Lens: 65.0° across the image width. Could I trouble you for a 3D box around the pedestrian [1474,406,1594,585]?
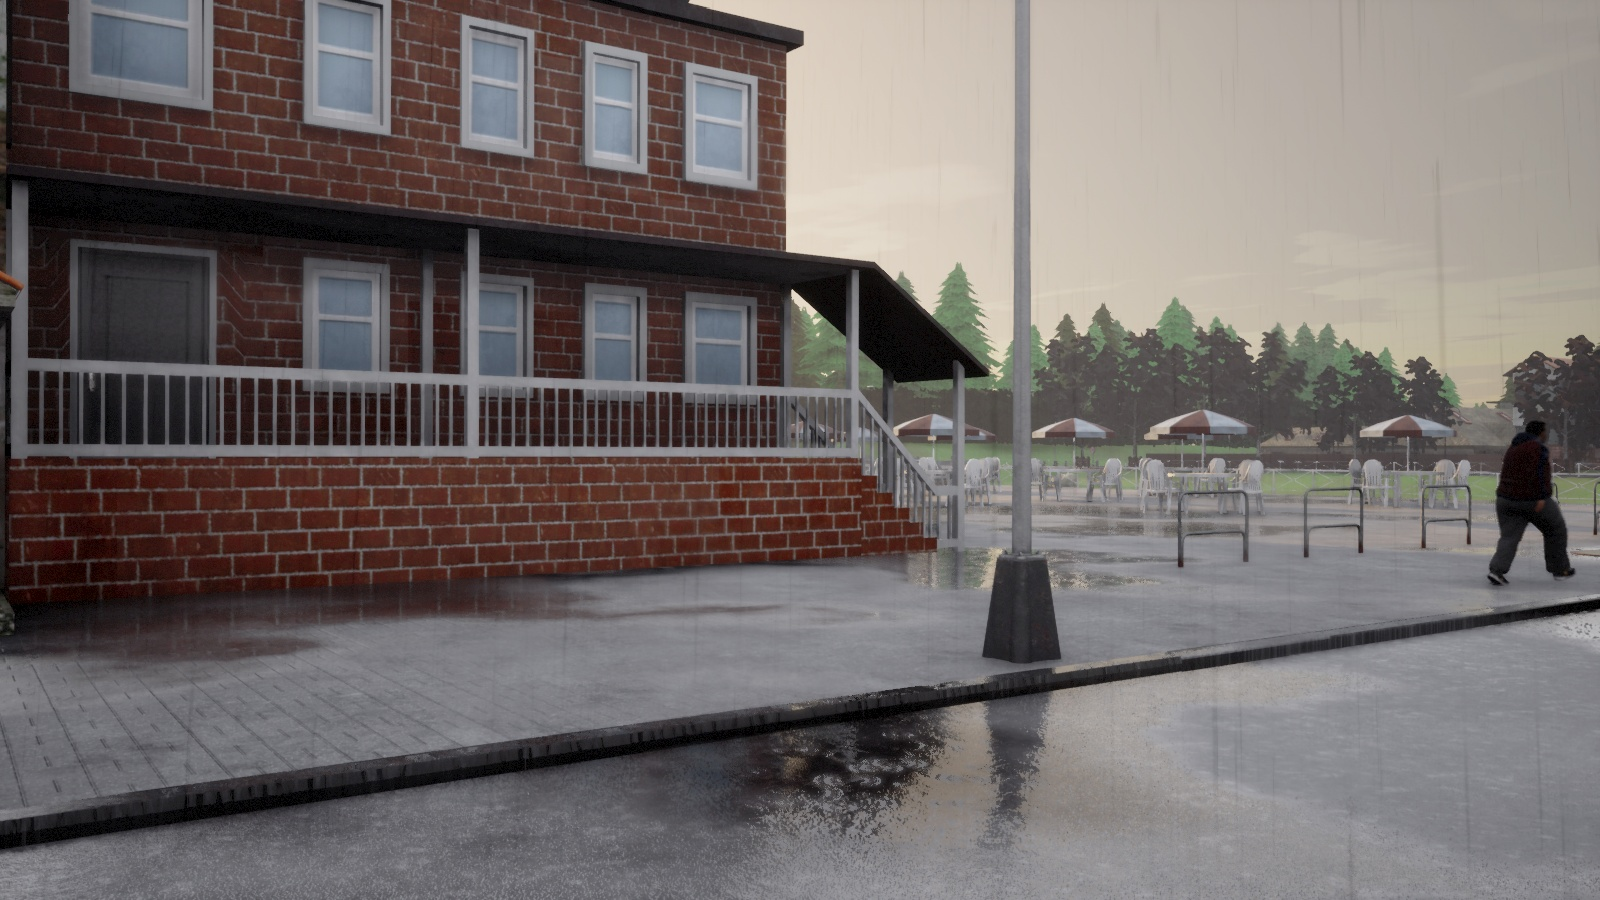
[{"bbox_3d":[7.803,0.471,13.372,0.899,1.844,0.634,0,0,-11],"label":"pedestrian"}]
